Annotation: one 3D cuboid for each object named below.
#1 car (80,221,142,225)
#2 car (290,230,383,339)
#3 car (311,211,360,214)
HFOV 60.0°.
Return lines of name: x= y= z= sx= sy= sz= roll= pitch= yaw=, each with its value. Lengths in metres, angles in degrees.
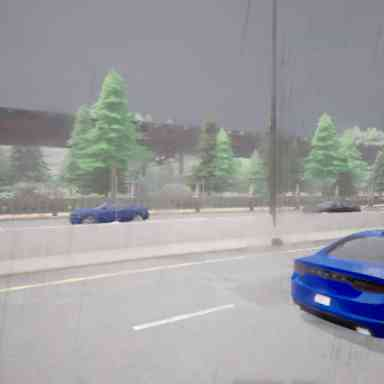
car: x=-5.177 y=1.318 z=21.239 sx=5.008 sy=1.535 sz=1.882 roll=0 pitch=0 yaw=-31
car: x=4.073 y=1.455 z=6.240 sx=5.008 sy=1.535 sz=1.882 roll=0 pitch=0 yaw=-31
car: x=10.834 y=1.364 z=25.885 sx=5.008 sy=1.535 sz=1.882 roll=0 pitch=0 yaw=-27
